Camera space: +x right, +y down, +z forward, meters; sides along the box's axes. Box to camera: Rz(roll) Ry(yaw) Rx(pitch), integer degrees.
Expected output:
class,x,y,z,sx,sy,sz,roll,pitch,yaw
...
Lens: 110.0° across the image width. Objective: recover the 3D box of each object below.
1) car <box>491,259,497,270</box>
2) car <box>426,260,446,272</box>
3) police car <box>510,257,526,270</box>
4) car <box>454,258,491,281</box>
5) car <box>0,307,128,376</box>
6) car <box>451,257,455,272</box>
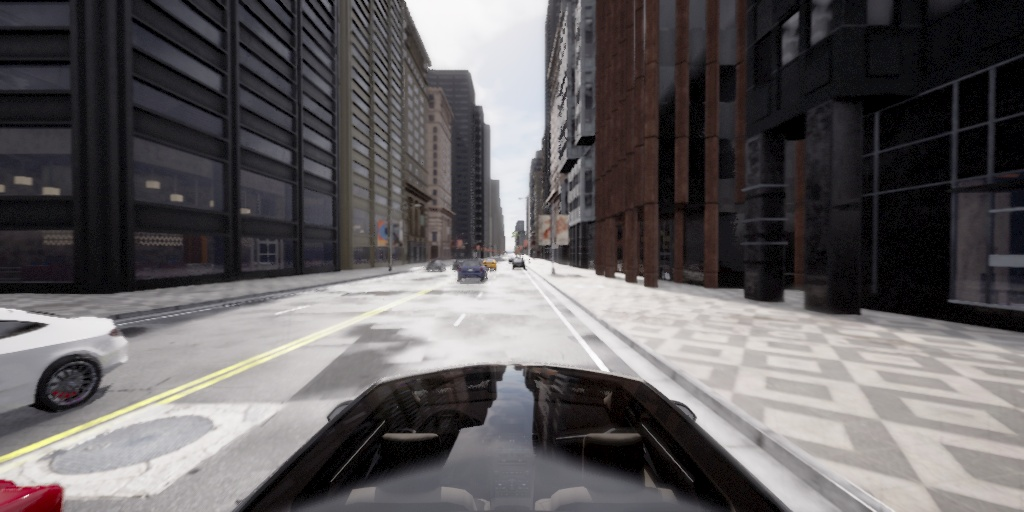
class,x,y,z,sx,sy,sz,roll,pitch,yaw
car,-3.137,1.184,51.220,1.882,1.535,5.008,0,0,0
car,-9.812,1.237,46.618,1.812,1.442,4.674,0,0,0
police car,0.988,1.130,51.850,1.930,1.638,5.238,0,0,0
car,-3.144,1.083,29.396,2.097,1.767,4.553,0,0,0
car,-6.600,1.276,3.371,1.812,1.442,4.674,0,0,0
car,-6.561,1.189,46.610,1.882,1.535,5.008,0,0,0
